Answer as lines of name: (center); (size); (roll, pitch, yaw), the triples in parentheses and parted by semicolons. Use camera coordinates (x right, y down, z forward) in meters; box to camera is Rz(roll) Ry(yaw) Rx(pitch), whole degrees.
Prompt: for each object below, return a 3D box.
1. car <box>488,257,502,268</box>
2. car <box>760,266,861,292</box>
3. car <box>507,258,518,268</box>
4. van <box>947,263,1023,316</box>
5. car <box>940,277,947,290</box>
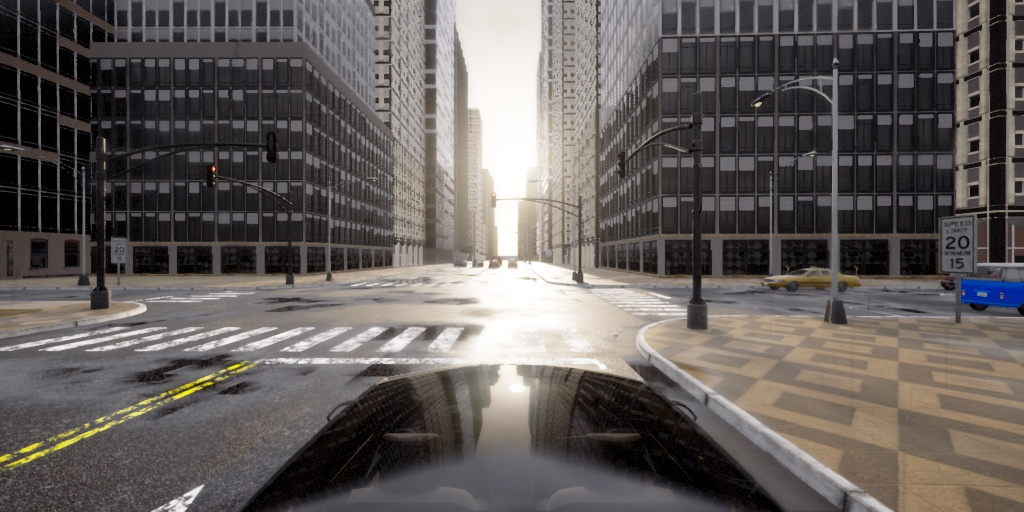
car: (-3.117, 1.386, 63.337); (1.812, 1.442, 4.674); (0, 0, 0)
car: (17.127, 1.293, 20.709); (4.829, 1.417, 1.751); (0, 0, 2)
car: (0.133, 1.407, 63.330); (2.033, 1.411, 5.357); (0, 0, 0)
van: (18.380, 1.119, 12.534); (3.998, 1.789, 1.690); (0, 0, 2)
car: (26.960, 1.356, 20.202); (4.207, 1.307, 1.802); (0, 0, 2)
